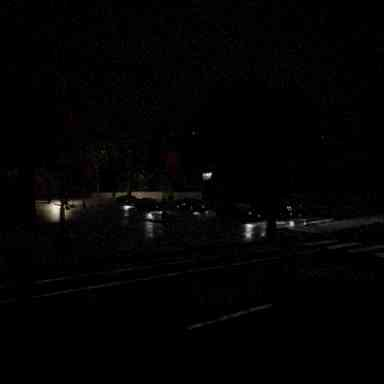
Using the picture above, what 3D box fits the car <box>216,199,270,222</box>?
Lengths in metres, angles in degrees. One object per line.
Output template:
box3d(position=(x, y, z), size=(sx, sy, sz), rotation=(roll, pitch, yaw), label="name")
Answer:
box3d(position=(3.773, 1.530, 27.021), size=(1.812, 1.442, 4.674), rotation=(-2, 2, -34), label="car")

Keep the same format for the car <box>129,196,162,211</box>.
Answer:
box3d(position=(-5.383, 1.467, 39.973), size=(1.837, 1.490, 4.892), rotation=(-2, 2, -35), label="car")

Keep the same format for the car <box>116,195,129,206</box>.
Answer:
box3d(position=(-10.608, 1.336, 53.129), size=(1.837, 1.490, 4.892), rotation=(-2, 1, -35), label="car")

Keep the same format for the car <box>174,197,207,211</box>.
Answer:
box3d(position=(-0.199, 1.354, 38.259), size=(2.128, 1.511, 4.902), rotation=(-2, 2, -35), label="car")

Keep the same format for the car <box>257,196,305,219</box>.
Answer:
box3d(position=(7.131, 1.247, 27.974), size=(2.097, 1.767, 4.553), rotation=(-2, 2, -37), label="car")
